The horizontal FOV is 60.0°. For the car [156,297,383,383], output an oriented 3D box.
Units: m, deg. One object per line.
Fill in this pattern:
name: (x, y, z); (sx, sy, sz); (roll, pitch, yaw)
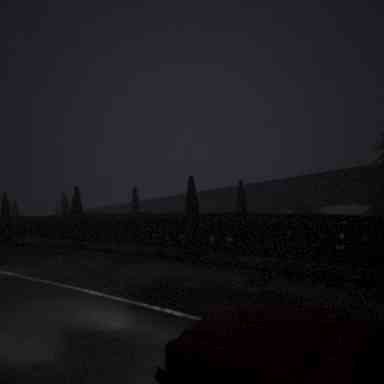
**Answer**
car: (1.997, 1.600, 2.567); (4.718, 1.301, 1.895); (0, 0, 36)
